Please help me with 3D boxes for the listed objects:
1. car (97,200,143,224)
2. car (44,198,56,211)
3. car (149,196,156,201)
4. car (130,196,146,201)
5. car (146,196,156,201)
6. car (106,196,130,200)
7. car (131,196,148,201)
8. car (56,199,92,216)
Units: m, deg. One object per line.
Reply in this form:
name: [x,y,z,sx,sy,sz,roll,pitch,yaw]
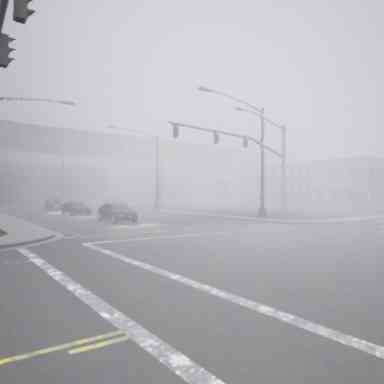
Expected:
car: [-5.955,1.615,26.363,1.837,1.490,4.892,1,0,-36]
car: [-18.013,1.602,43.273,2.128,1.511,4.902,1,0,-30]
car: [-10.989,1.772,93.677,1.853,1.218,4.536,1,0,-5]
car: [-14.715,1.897,93.558,4.974,1.542,2.038,0,0,25]
car: [-10.985,1.929,93.624,2.038,1.542,4.974,1,0,-5]
car: [-15.500,1.823,67.110,2.033,1.411,5.357,0,0,29]
car: [-14.761,1.739,93.581,4.536,1.218,1.853,0,0,25]
car: [-12.141,1.655,34.649,2.033,1.411,5.357,1,0,-37]
